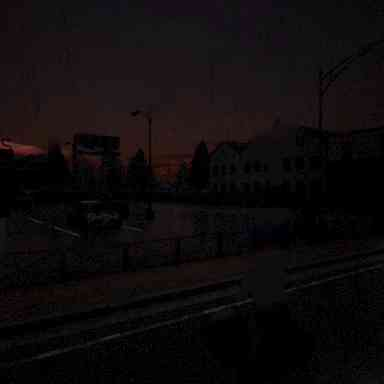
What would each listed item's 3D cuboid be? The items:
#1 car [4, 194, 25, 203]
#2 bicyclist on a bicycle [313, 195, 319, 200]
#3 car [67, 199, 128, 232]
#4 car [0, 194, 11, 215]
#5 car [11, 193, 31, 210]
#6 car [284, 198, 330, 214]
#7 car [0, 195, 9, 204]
[{"bbox_3d":[-38.979,1.328,73.232,3.866,1.878,1.905,0,0,-36],"label":"car"},{"bbox_3d":[13.660,1.124,36.837,1.656,1.620,0.582,0,0,-35],"label":"bicyclist on a bicycle"},{"bbox_3d":[-5.315,1.248,17.892,1.970,1.475,3.806,0,0,-36],"label":"car"},{"bbox_3d":[-17.921,1.113,29.845,1.932,1.855,4.605,0,0,-36],"label":"car"},{"bbox_3d":[-19.835,1.092,38.155,1.905,1.878,3.866,0,0,-36],"label":"car"},{"bbox_3d":[11.426,1.349,33.349,1.812,1.442,4.674,0,0,-35],"label":"car"},{"bbox_3d":[-39.205,1.495,66.104,4.611,1.667,2.242,0,0,-36],"label":"car"}]
